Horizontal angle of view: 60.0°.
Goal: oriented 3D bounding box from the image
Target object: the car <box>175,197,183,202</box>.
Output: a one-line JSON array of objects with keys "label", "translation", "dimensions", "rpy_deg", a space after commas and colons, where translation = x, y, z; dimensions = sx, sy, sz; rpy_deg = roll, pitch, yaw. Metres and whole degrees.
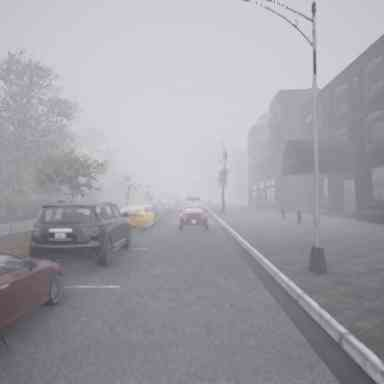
[{"label": "car", "translation": [-3.629, 2.048, 94.734], "dimensions": [2.002, 1.452, 4.674], "rpy_deg": [0, 0, 2]}]

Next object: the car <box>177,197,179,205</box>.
[{"label": "car", "translation": [-3.639, 1.831, 49.597], "dimensions": [2.231, 1.521, 4.892], "rpy_deg": [0, -1, 2]}]

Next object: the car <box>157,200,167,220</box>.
[{"label": "car", "translation": [-3.645, 1.666, 27.407], "dimensions": [2.097, 1.535, 5.008], "rpy_deg": [0, 0, 2]}]

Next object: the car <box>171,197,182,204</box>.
[{"label": "car", "translation": [-3.644, 2.010, 77.349], "dimensions": [2.163, 1.488, 4.792], "rpy_deg": [-1, 0, 2]}]

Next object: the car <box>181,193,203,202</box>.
[{"label": "car", "translation": [0.109, 1.477, 40.638], "dimensions": [2.150, 2.045, 5.566], "rpy_deg": [0, 0, -1]}]

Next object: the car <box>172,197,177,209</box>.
[{"label": "car", "translation": [-3.641, 1.793, 44.041], "dimensions": [2.097, 1.535, 5.008], "rpy_deg": [0, 0, 2]}]

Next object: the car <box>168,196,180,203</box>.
[{"label": "car", "translation": [-3.638, 1.848, 55.139], "dimensions": [2.097, 1.535, 5.008], "rpy_deg": [0, 0, 2]}]

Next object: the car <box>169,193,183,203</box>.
[{"label": "car", "translation": [-3.635, 1.630, 64.093], "dimensions": [2.435, 2.045, 5.566], "rpy_deg": [0, 0, 2]}]

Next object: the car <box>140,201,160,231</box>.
[{"label": "car", "translation": [-3.646, 1.618, 21.860], "dimensions": [2.097, 1.535, 5.008], "rpy_deg": [0, 0, 2]}]

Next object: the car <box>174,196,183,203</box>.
[{"label": "car", "translation": [-3.624, 1.993, 88.597], "dimensions": [1.946, 1.575, 5.366], "rpy_deg": [0, 0, 2]}]

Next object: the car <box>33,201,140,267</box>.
[{"label": "car", "translation": [-3.649, 1.336, 11.977], "dimensions": [2.435, 2.045, 5.566], "rpy_deg": [0, 0, 1]}]

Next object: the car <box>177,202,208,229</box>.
[{"label": "car", "translation": [0.109, 1.659, 22.611], "dimensions": [1.812, 1.442, 4.674], "rpy_deg": [0, 0, 0]}]

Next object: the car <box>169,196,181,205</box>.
[{"label": "car", "translation": [-3.636, 1.803, 71.746], "dimensions": [2.185, 1.767, 4.553], "rpy_deg": [0, 0, 2]}]

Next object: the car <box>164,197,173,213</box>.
[{"label": "car", "translation": [-3.635, 1.733, 37.660], "dimensions": [1.946, 1.575, 5.366], "rpy_deg": [0, 0, 2]}]

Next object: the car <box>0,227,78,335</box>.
[{"label": "car", "translation": [-3.651, 1.576, 5.231], "dimensions": [2.002, 1.452, 4.674], "rpy_deg": [0, 0, 0]}]
